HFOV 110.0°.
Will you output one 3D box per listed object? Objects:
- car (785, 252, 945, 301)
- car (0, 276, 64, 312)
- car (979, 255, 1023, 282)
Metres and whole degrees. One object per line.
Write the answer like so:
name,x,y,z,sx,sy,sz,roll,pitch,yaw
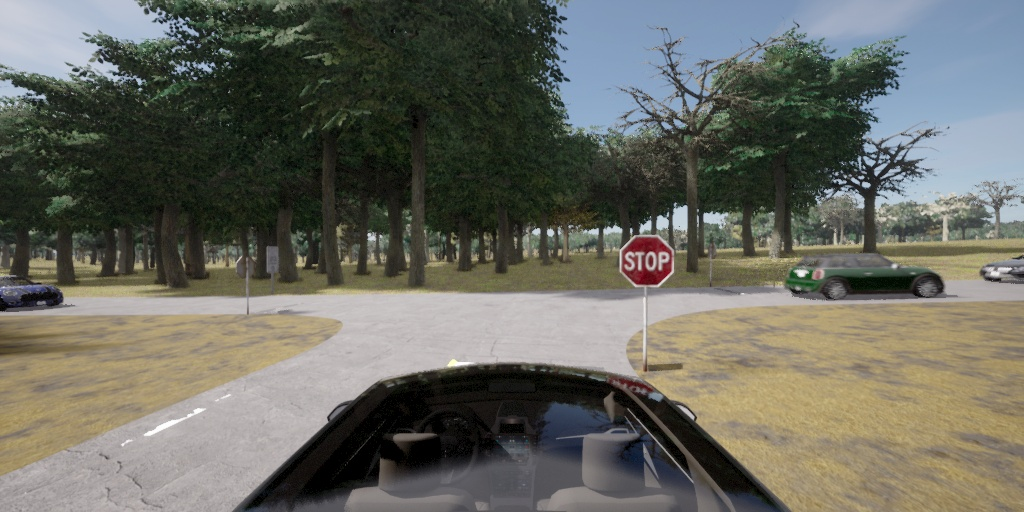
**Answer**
car,13.428,0.668,13.847,4.553,1.767,2.097,-2,0,5
car,-25.382,1.766,17.863,4.553,1.767,2.097,-1,0,6
car,23.804,0.435,15.704,4.674,1.442,1.812,-2,0,6
